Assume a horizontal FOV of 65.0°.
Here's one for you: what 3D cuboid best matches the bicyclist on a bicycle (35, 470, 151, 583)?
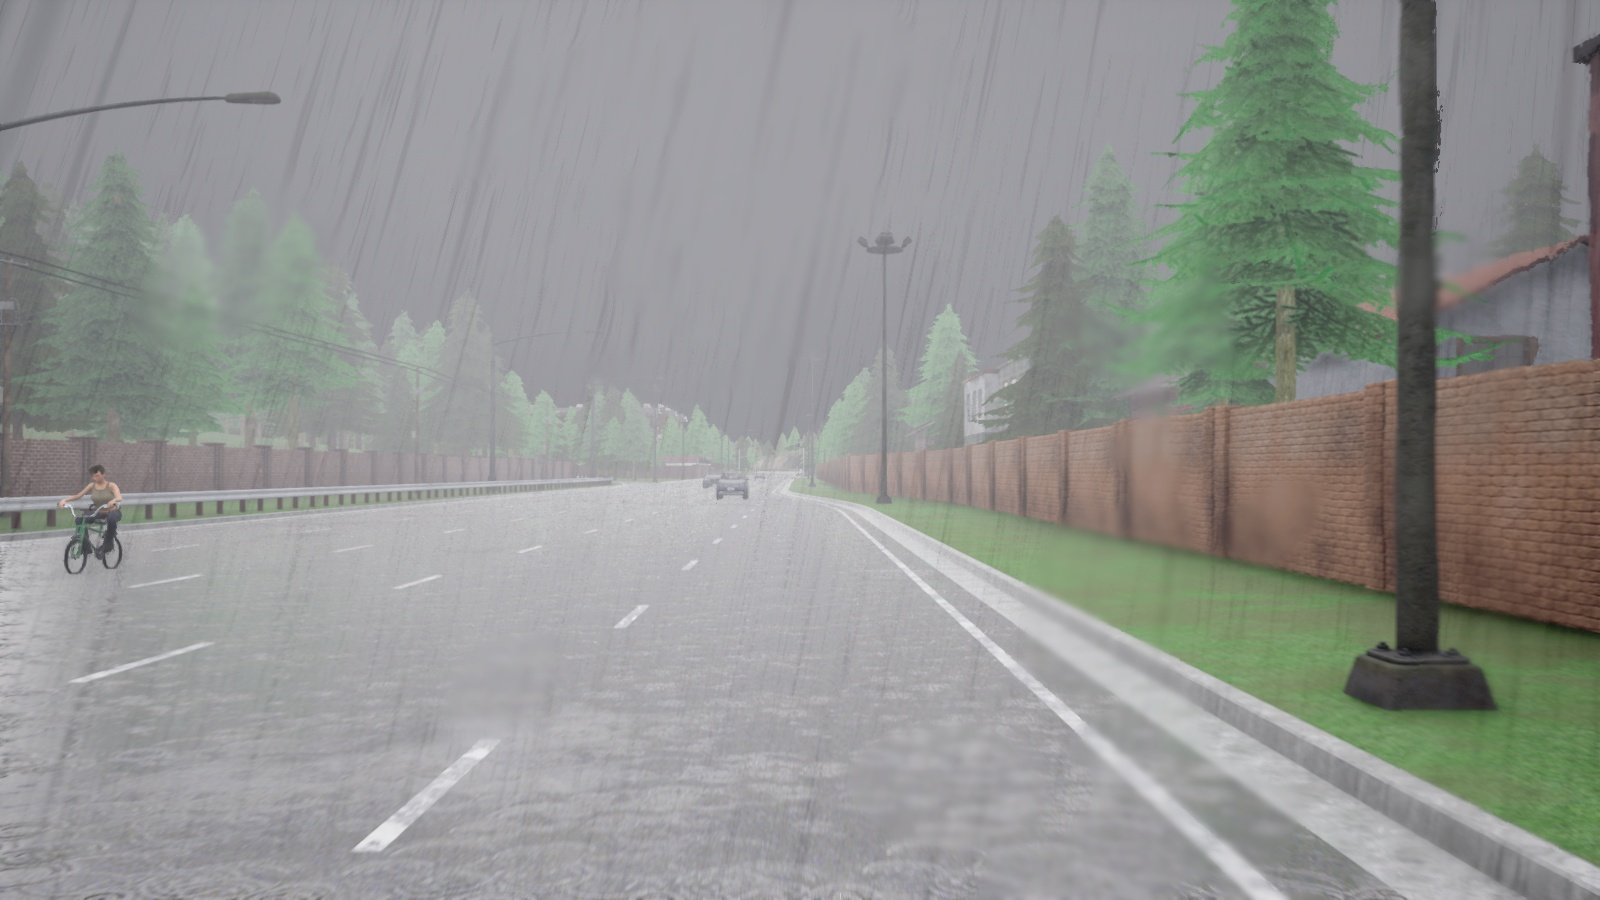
[{"bbox_3d":[-10.541,1.108,18.780,0.866,1.612,1.509,0,-1,0],"label":"bicyclist on a bicycle"}]

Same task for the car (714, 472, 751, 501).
[{"bbox_3d":[-3.668,1.959,68.742,1.789,1.549,3.705,0,-1,0],"label":"car"}]
